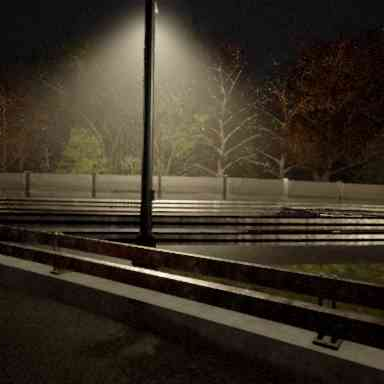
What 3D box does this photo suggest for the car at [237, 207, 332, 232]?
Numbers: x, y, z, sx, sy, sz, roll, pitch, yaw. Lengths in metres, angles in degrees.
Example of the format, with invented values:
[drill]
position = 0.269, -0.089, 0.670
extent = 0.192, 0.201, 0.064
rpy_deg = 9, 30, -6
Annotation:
[car]
position = 4.184, 1.409, 15.324
extent = 4.181, 1.385, 1.994
rpy_deg = 1, 1, -9
